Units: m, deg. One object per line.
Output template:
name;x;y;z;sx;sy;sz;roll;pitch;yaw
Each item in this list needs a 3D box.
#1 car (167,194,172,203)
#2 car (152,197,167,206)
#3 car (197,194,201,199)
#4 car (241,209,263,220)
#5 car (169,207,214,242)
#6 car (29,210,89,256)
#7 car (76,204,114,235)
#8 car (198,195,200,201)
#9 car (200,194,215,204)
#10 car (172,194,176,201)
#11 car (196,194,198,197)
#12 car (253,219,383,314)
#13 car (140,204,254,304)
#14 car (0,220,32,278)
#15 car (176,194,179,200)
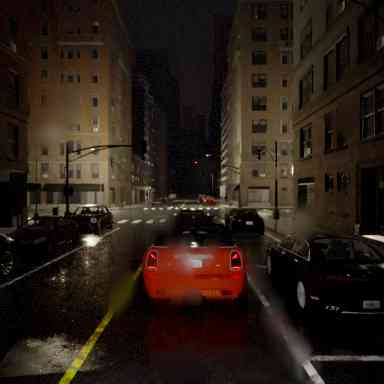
car;-5.696;1.607;66.372;2.008;1.369;4.403;0;0;0
car;-5.703;1.618;55.556;1.802;1.307;4.206;0;0;0
car;2.834;1.525;77.189;1.967;1.590;4.097;0;0;0
car;2.834;1.567;18.463;1.947;1.339;4.313;0;0;0
car;-0.016;1.565;16.975;1.994;1.385;4.181;0;0;0
car;-5.685;1.582;12.951;1.802;1.307;4.206;0;0;0
car;-5.692;1.441;18.453;1.967;1.590;4.097;0;0;0
car;2.829;1.607;66.371;2.008;1.369;4.403;0;0;0
car;2.822;1.477;55.553;1.967;1.590;4.097;0;0;0
car;-5.687;1.627;82.428;1.752;1.417;4.829;0;0;0
car;2.840;1.561;88.007;1.967;1.590;4.097;0;0;0
car;2.847;1.551;7.460;2.008;1.369;4.403;0;0;0
car;0.053;1.352;8.322;2.097;1.767;4.553;0;0;0
car;-5.678;1.566;7.450;1.947;1.339;4.313;0;0;0
car;-5.682;1.458;93.416;2.192;1.841;5.009;0;0;0
